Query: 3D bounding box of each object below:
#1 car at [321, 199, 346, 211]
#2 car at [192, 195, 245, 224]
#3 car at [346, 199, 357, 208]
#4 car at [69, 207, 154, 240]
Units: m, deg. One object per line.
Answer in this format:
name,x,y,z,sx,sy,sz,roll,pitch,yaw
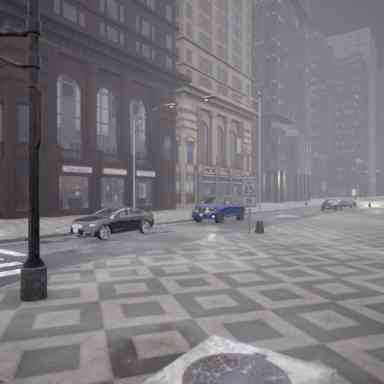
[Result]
car,17.858,1.656,42.502,1.812,1.442,4.674,0,0,36
car,2.225,1.293,26.157,2.150,2.045,5.566,0,0,35
car,23.760,1.703,50.747,2.033,1.411,5.357,0,0,36
car,-4.024,1.533,17.434,2.128,1.511,4.902,0,0,34
